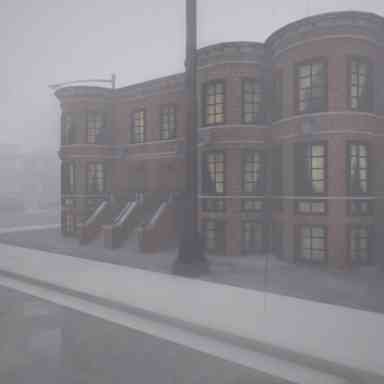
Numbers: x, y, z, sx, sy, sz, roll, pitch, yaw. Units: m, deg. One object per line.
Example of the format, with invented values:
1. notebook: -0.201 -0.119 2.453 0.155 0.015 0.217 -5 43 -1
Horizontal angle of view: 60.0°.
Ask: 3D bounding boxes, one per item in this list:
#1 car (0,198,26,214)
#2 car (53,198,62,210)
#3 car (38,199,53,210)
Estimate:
1. car: -19.488 1.381 33.782 2.097 1.767 4.553 0 0 35
2. car: -14.208 1.630 41.189 1.895 1.301 4.718 0 0 36
3. car: -17.273 1.510 42.918 1.882 1.535 5.008 0 0 35
